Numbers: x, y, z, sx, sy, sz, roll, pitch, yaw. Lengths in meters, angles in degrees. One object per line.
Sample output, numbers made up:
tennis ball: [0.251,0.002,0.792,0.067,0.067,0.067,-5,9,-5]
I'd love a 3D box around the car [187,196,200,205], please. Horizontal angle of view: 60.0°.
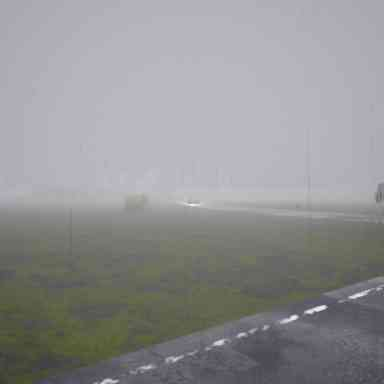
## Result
car: [0.260,1.571,62.982,1.837,1.490,4.892,-1,0,-12]
